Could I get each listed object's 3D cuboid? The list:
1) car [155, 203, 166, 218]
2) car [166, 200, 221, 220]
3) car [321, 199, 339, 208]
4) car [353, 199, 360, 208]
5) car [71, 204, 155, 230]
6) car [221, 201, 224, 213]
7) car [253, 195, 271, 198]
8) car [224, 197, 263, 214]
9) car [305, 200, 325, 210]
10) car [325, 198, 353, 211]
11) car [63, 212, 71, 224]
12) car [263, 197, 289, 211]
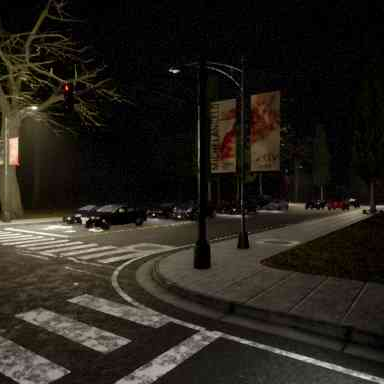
[{"bbox_3d":[-1.903,1.666,31.861,2.033,1.411,5.357,0,0,35],"label":"car"},{"bbox_3d":[0.229,1.472,29.252,2.097,1.767,4.553,0,0,35],"label":"car"},{"bbox_3d":[23.481,1.915,56.354,1.812,1.442,4.674,0,-1,35],"label":"car"},{"bbox_3d":[26.370,1.891,54.801,2.128,1.511,4.902,0,-1,35],"label":"car"},{"bbox_3d":[-5.016,1.566,21.793,2.128,1.511,4.902,0,0,35],"label":"car"},{"bbox_3d":[3.821,1.776,40.013,1.895,1.301,4.718,0,0,35],"label":"car"},{"bbox_3d":[9.898,1.471,48.582,2.150,2.045,5.566,0,0,38],"label":"car"},{"bbox_3d":[5.878,1.679,37.283,1.837,1.490,4.892,0,0,35],"label":"car"},{"bbox_3d":[17.796,1.823,48.247,1.812,1.442,4.674,0,0,35],"label":"car"},{"bbox_3d":[20.617,1.657,46.614,2.097,1.767,4.553,0,0,35],"label":"car"},{"bbox_3d":[-7.228,1.637,24.312,1.994,1.385,4.181,0,0,36],"label":"car"},{"bbox_3d":[11.823,1.771,45.678,1.812,1.442,4.674,0,0,36],"label":"car"}]
